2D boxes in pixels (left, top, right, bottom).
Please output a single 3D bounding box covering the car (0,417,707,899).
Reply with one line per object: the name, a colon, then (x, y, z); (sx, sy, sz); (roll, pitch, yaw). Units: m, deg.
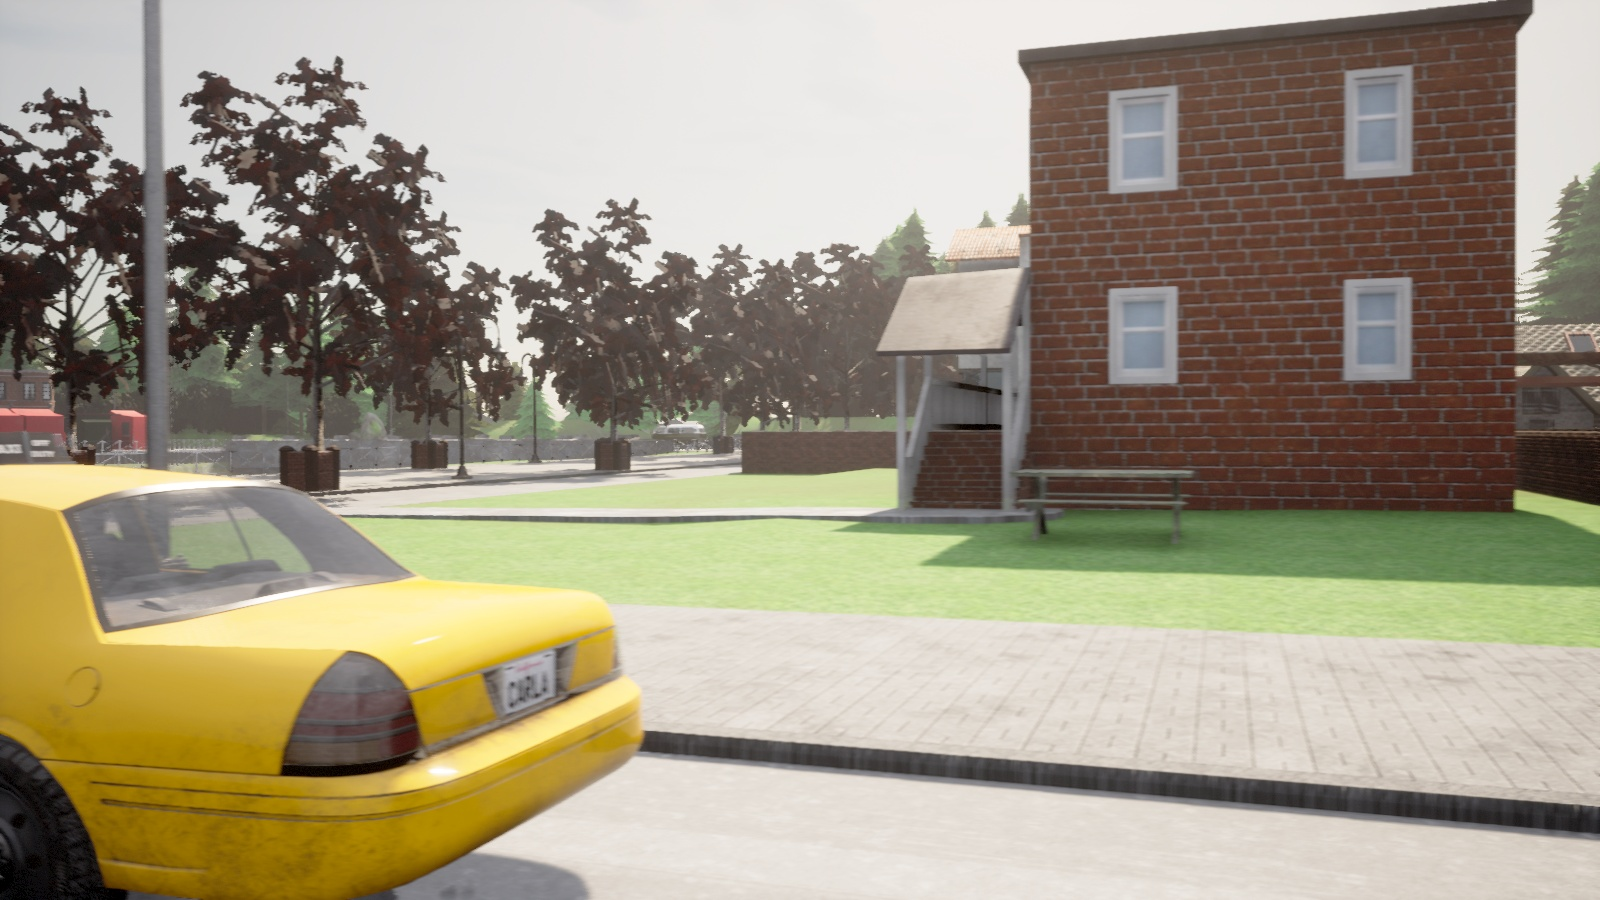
car: (-3.182, 0.676, 4.787); (5.366, 1.575, 1.801); (0, 1, 19)
